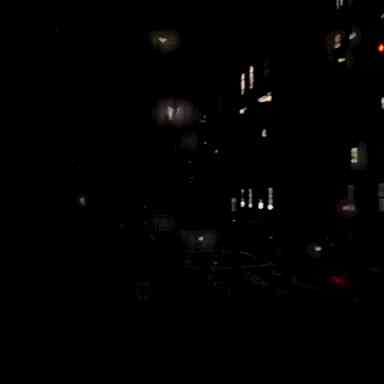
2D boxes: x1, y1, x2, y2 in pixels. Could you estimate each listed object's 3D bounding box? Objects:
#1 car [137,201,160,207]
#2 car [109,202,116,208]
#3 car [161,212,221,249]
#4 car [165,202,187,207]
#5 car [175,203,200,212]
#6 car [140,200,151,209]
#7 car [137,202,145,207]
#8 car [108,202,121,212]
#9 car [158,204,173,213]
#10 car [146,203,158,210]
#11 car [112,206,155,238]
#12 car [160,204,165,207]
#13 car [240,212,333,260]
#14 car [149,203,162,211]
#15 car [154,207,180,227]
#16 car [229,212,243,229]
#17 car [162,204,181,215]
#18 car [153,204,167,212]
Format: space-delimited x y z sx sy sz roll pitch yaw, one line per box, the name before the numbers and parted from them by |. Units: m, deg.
car | -5.090 2.113 35.824 2.097 1.767 4.553 0 -1 -15
car | -20.386 3.403 84.981 1.752 1.417 4.829 -1 -1 -15
car | -0.077 1.892 16.423 1.994 1.385 4.181 0 -1 -15
car | -1.684 2.206 44.181 2.192 1.841 5.009 -1 -1 -15
car | -0.288 2.337 38.806 1.947 1.339 4.313 -1 -1 -15
car | -11.419 3.040 81.775 2.192 1.841 5.009 -1 -1 -15
car | -14.239 3.491 92.677 1.752 1.417 4.829 -1 -1 -15
car | -13.476 2.727 58.294 1.967 1.590 4.097 -1 -1 -15
car | -4.460 2.712 54.918 1.802 1.307 4.206 -1 -1 -15
car | -8.633 3.038 71.030 2.008 1.369 4.403 -1 -1 -15
car | -3.741 1.889 20.699 1.967 1.590 4.097 -1 -1 -15
car | -4.731 2.558 45.970 1.895 1.301 4.718 0 -1 -14
car | 3.737 1.755 13.408 1.812 1.442 4.674 0 -1 -12
car | -7.242 2.934 65.659 1.947 1.339 4.313 -1 -1 -15
car | -2.571 2.107 26.045 1.994 1.385 4.181 0 -1 -15
car | 3.889 1.993 22.696 1.802 1.307 4.206 -1 -1 -15
car | -3.070 2.561 49.547 2.008 1.369 4.403 -1 -1 -15
car | -5.850 2.831 60.288 1.802 1.307 4.206 -1 -1 -15
